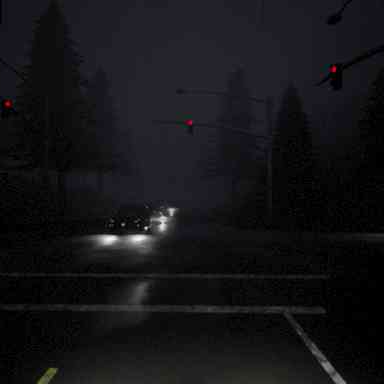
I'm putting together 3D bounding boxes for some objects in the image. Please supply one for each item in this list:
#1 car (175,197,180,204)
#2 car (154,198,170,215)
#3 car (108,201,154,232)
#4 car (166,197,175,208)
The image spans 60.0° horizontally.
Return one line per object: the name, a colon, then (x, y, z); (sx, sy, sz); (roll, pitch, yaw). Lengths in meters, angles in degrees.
car: (-4.071, 1.541, 61.705); (1.994, 1.385, 4.181); (0, 0, -39)
car: (-3.635, 1.588, 34.359); (1.895, 1.301, 4.718); (0, 0, 0)
car: (-3.624, 1.492, 19.921); (1.837, 1.490, 4.892); (0, -1, 0)
car: (-3.786, 1.583, 49.147); (1.895, 1.301, 4.718); (0, 0, -4)
